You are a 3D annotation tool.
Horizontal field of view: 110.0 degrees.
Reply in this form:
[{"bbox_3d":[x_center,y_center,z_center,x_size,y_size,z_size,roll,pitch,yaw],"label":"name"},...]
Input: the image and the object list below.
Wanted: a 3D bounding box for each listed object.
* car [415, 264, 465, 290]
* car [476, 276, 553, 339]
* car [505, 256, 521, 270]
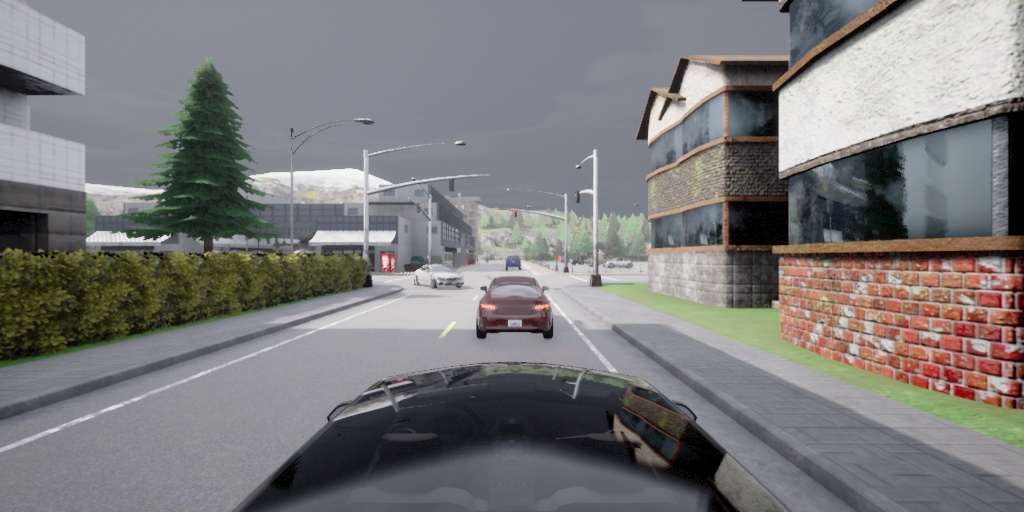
[{"bbox_3d":[-4.656,1.248,22.554,1.812,1.442,4.674,1,0,-35],"label":"car"},{"bbox_3d":[0.071,1.272,9.960,1.812,1.442,4.674,0,0,0],"label":"car"},{"bbox_3d":[0.190,0.948,53.166,2.150,2.045,5.566,0,0,0],"label":"car"}]
